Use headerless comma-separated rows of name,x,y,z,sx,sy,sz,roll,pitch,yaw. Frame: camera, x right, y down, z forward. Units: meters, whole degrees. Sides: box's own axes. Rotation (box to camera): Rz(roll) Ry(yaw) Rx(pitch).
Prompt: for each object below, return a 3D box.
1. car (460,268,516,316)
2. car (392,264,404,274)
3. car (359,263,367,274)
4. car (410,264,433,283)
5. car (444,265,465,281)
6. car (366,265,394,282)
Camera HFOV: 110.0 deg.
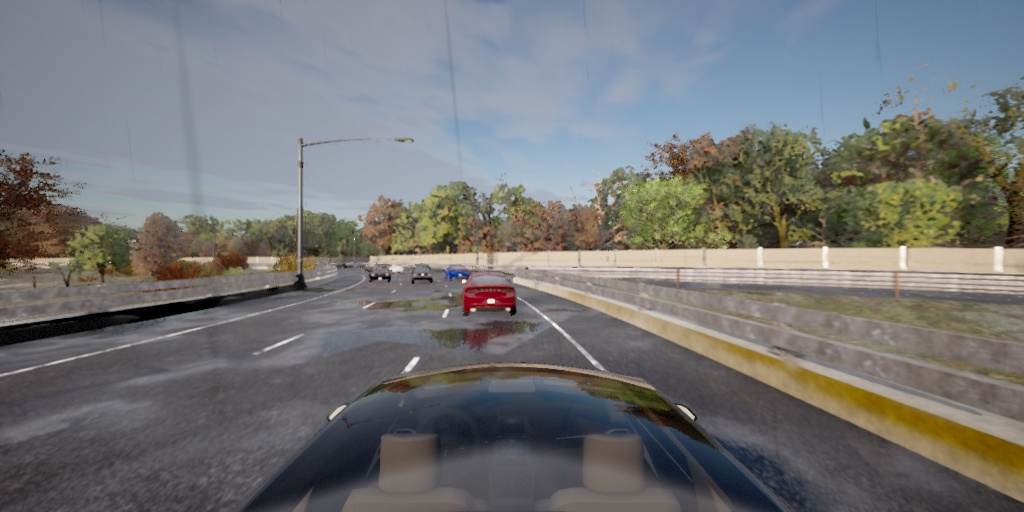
car,-0.985,1.383,14.368,1.882,1.535,5.008,0,-1,-7
car,-17.869,1.968,54.978,1.812,1.442,4.674,1,-1,-30
car,-21.125,2.037,53.730,1.895,1.301,4.718,0,-1,-30
car,-8.428,1.700,33.255,2.033,1.411,5.357,0,-1,-17
car,-5.552,1.651,35.564,1.882,1.535,5.008,0,-1,-18
car,-12.623,1.781,34.518,1.895,1.301,4.718,0,-1,-18
